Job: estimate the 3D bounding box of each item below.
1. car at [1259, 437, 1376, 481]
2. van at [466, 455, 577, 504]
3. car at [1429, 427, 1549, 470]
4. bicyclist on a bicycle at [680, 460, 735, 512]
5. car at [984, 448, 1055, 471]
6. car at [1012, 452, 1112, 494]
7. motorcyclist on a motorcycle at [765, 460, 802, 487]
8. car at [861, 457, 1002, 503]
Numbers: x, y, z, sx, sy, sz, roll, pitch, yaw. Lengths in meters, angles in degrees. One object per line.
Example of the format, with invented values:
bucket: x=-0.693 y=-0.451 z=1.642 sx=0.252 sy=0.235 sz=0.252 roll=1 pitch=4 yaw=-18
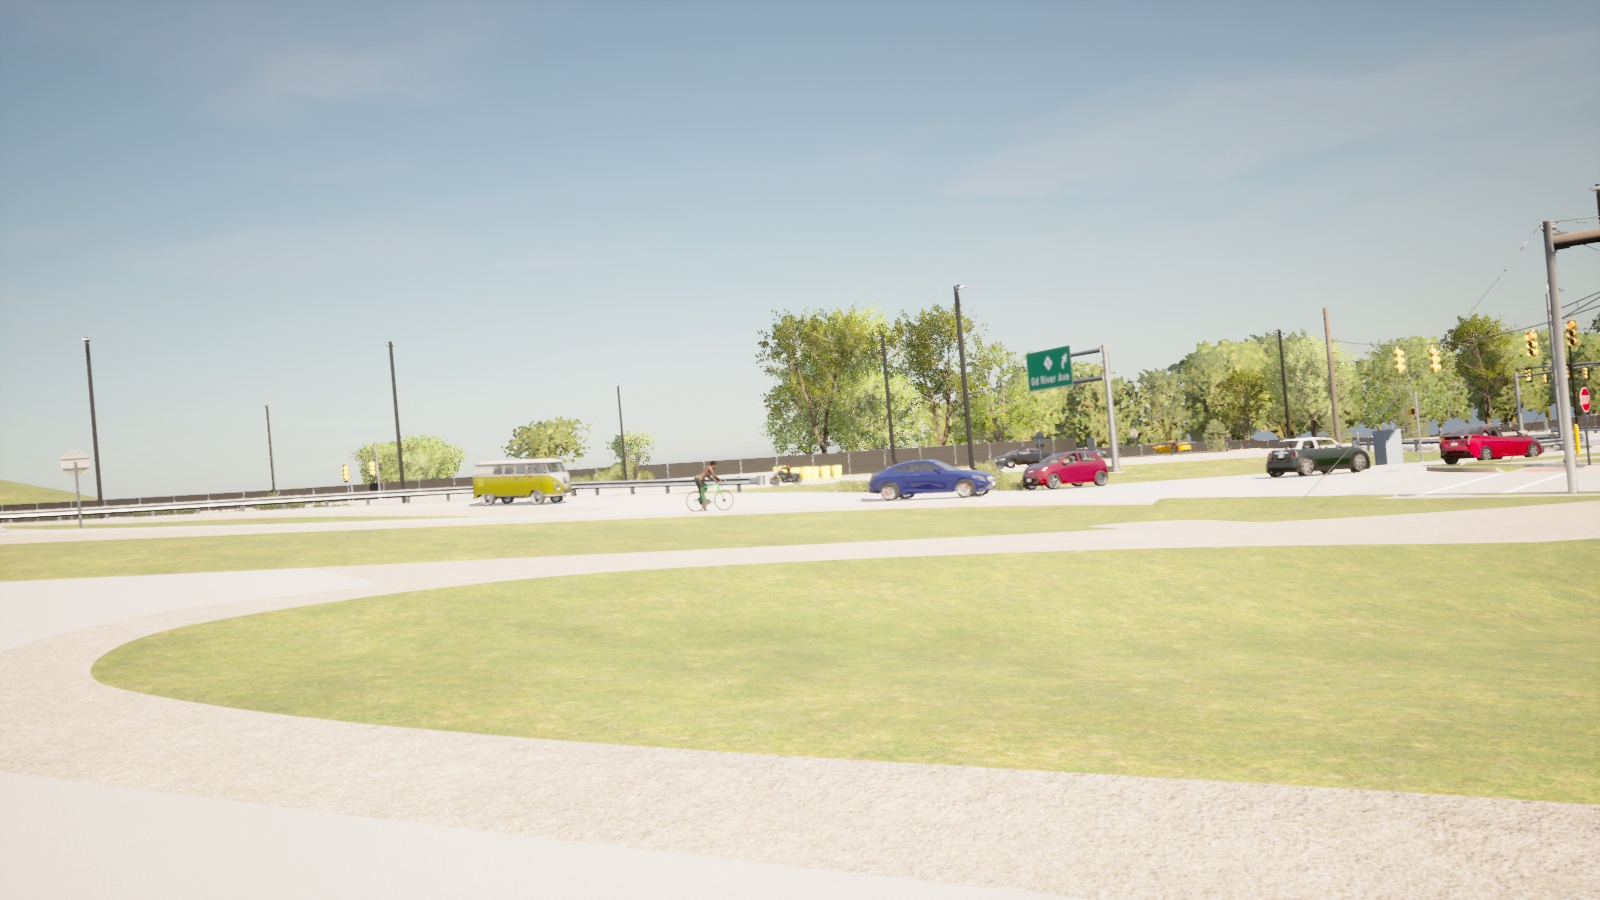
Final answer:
car: x=20.097 y=0.351 z=48.763 sx=3.806 sy=1.475 sz=1.970 roll=-3 pitch=-1 yaw=-21
van: x=-12.107 y=1.299 z=54.595 sx=4.442 sy=1.987 sz=1.775 roll=-2 pitch=1 yaw=22
car: x=28.822 y=-0.058 z=52.526 sx=4.514 sy=1.525 sz=2.007 roll=-3 pitch=-1 yaw=-24
bicyclist on a bicycle: x=-2.993 y=1.154 z=40.663 sx=1.656 sy=1.620 sz=0.582 roll=-1 pitch=-2 yaw=-24
car: x=16.916 y=0.731 z=96.714 sx=4.902 sy=1.511 sz=2.128 roll=-3 pitch=-1 yaw=-23
car: x=10.782 y=0.946 z=51.653 sx=3.633 sy=1.501 sz=1.845 roll=-2 pitch=-1 yaw=-29
motorcyclist on a motorcycle: x=-1.116 y=1.613 z=85.249 sx=2.350 sy=1.649 sz=0.766 roll=-3 pitch=-1 yaw=-23
car: x=4.740 y=1.092 z=45.420 sx=4.674 sy=1.442 sz=1.812 roll=-3 pitch=-2 yaw=25
